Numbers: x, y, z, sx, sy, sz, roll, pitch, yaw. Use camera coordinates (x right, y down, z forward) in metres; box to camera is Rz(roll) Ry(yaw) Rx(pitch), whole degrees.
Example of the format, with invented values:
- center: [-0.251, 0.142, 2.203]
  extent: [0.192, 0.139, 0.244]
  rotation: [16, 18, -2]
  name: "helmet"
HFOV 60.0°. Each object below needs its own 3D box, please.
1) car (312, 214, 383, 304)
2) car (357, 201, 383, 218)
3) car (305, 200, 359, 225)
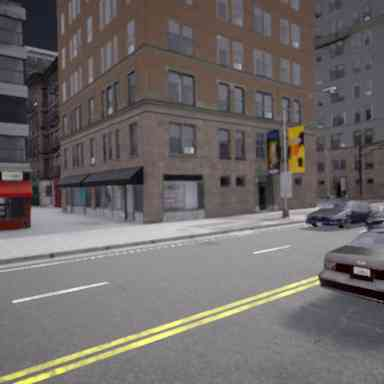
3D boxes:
- center: [4.938, 1.355, 7.246]
  extent: [5.357, 1.411, 2.033]
  rotation: [-2, 1, -37]
  name: "car"
- center: [10.204, 1.142, 15.590]
  extent: [5.357, 1.411, 2.033]
  rotation: [-2, 1, -37]
  name: "car"
- center: [8.504, 1.155, 18.383]
  extent: [5.357, 1.411, 2.033]
  rotation: [-2, 1, -37]
  name: "car"
